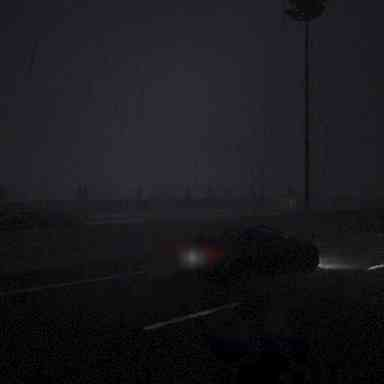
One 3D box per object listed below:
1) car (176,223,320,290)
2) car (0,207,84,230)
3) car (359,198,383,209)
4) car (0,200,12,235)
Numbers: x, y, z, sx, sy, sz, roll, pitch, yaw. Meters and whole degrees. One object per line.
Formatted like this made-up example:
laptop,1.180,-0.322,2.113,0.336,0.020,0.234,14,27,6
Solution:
car,1.642,1.566,9.221,4.181,1.385,1.994,0,0,-36
car,-6.722,1.493,12.096,4.902,1.511,2.128,0,0,-36
car,22.869,1.492,41.588,5.008,1.535,1.882,0,0,-33
car,-11.896,1.353,17.003,4.553,1.767,2.097,0,0,-36
